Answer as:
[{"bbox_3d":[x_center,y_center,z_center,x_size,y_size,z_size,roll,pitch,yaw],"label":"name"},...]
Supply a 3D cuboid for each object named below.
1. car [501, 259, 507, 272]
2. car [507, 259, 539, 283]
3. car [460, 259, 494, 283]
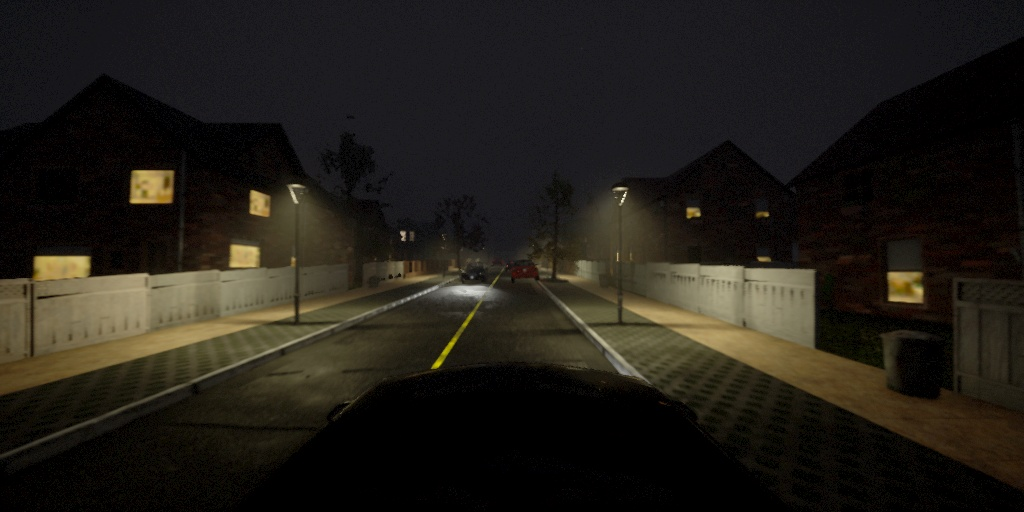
[{"bbox_3d":[0.016,1.338,47.890,2.033,1.411,5.357,0,0,0],"label":"car"},{"bbox_3d":[0.925,1.065,27.940,2.097,1.767,4.553,-3,-1,0],"label":"car"},{"bbox_3d":[-2.841,1.256,28.024,2.128,1.511,4.902,0,0,0],"label":"car"}]
